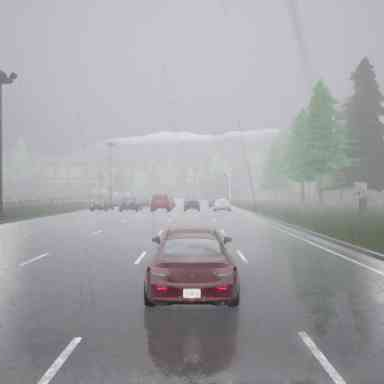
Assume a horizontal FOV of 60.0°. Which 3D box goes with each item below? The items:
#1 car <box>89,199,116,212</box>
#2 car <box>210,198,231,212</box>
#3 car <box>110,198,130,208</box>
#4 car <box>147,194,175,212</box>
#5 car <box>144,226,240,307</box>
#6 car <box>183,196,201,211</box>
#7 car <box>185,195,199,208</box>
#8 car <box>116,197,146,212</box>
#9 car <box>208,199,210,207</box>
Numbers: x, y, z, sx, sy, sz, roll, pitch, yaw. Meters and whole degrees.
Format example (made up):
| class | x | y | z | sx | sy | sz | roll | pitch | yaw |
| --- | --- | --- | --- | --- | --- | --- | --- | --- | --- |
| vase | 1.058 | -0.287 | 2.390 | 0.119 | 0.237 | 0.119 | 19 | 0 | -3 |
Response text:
| class | x | y | z | sx | sy | sz | roll | pitch | yaw |
| --- | --- | --- | --- | --- | --- | --- | --- | --- | --- |
| car | -10.504 | 1.599 | 39.030 | 1.895 | 1.301 | 4.718 | 0 | 0 | 0 |
| car | 3.497 | 1.523 | 39.050 | 1.812 | 1.442 | 4.674 | 0 | 0 | 0 |
| car | -10.504 | 1.561 | 48.943 | 1.994 | 1.385 | 4.181 | 0 | 0 | 0 |
| car | -3.507 | 1.219 | 38.575 | 2.150 | 2.045 | 5.566 | 0 | 0 | 0 |
| car | -0.003 | 1.525 | 7.849 | 1.812 | 1.442 | 4.674 | 0 | 0 | 0 |
| car | 0.005 | 1.502 | 39.992 | 1.837 | 1.490 | 4.892 | 0 | 0 | 0 |
| car | -0.003 | 1.349 | 50.092 | 2.097 | 1.767 | 4.553 | 0 | 0 | 0 |
| car | -7.008 | 1.350 | 38.664 | 2.097 | 1.767 | 4.553 | 0 | 0 | 0 |
| car | 3.488 | 1.561 | 49.344 | 1.994 | 1.385 | 4.181 | 0 | 0 | 1 |
